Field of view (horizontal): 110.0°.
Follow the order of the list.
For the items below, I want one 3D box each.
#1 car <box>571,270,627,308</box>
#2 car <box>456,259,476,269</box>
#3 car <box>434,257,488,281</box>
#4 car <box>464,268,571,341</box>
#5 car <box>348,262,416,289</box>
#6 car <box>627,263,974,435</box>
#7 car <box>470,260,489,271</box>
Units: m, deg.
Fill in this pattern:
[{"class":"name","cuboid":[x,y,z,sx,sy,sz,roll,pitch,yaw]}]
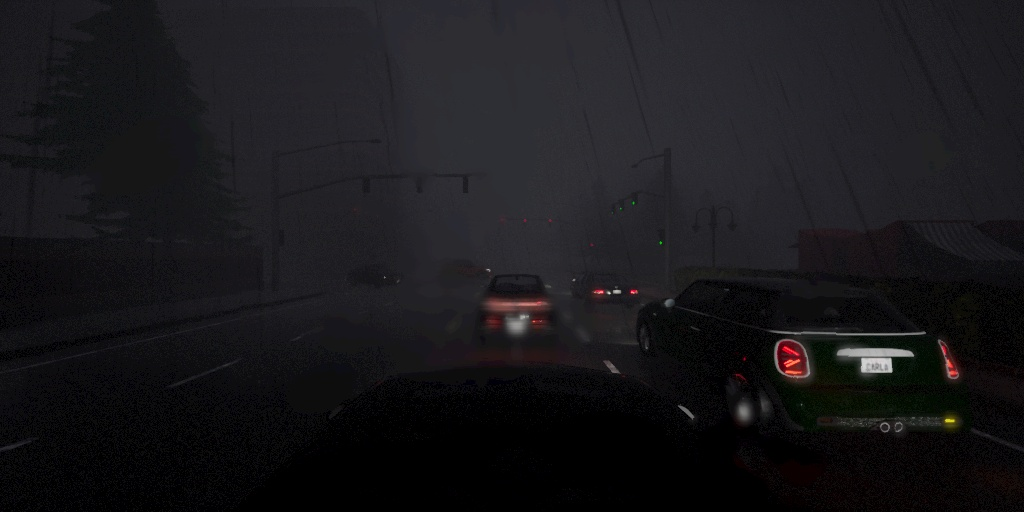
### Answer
[{"class":"car","cuboid":[3.707,1.297,15.050,2.033,1.411,5.357,0,0,1]},{"class":"car","cuboid":[-7.711,1.276,59.358,1.812,1.442,4.674,0,0,-28]},{"class":"car","cuboid":[-3.739,1.149,29.481,4.553,1.767,2.097,0,0,1]},{"class":"car","cuboid":[0.135,1.242,9.873,2.128,1.511,4.902,0,0,1]},{"class":"car","cuboid":[-8.855,1.293,23.520,4.902,1.511,2.128,0,-1,38]},{"class":"car","cuboid":[3.630,1.102,5.677,2.097,1.767,4.553,0,0,0]},{"class":"car","cuboid":[-4.714,1.314,51.535,1.994,1.385,4.181,0,0,-18]}]
